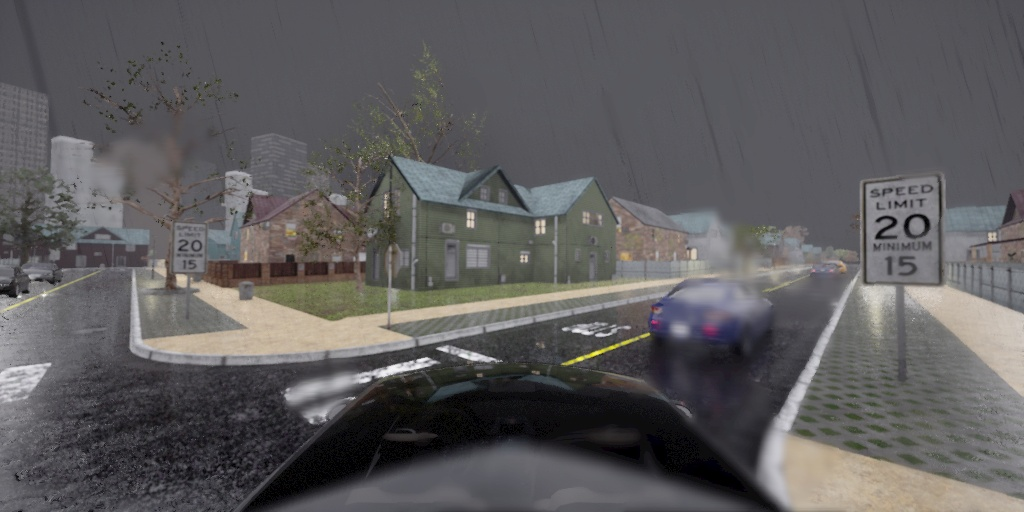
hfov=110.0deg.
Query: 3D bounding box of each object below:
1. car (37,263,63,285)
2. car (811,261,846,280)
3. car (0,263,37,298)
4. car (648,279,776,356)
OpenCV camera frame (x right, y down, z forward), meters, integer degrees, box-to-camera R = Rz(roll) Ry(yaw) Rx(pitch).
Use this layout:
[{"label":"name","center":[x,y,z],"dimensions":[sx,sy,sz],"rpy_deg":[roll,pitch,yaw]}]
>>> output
[{"label":"car","center":[-34.141,1.260,25.868],"dimensions":[4.902,1.511,2.128],"rpy_deg":[0,-1,44]},{"label":"car","center":[27.676,1.283,31.558],"dimensions":[5.357,1.411,2.033],"rpy_deg":[0,0,-45]},{"label":"car","center":[-25.383,1.237,17.541],"dimensions":[4.892,1.490,1.837],"rpy_deg":[0,-1,43]},{"label":"car","center":[4.905,1.268,8.637],"dimensions":[1.812,1.442,4.674],"rpy_deg":[0,0,45]}]
